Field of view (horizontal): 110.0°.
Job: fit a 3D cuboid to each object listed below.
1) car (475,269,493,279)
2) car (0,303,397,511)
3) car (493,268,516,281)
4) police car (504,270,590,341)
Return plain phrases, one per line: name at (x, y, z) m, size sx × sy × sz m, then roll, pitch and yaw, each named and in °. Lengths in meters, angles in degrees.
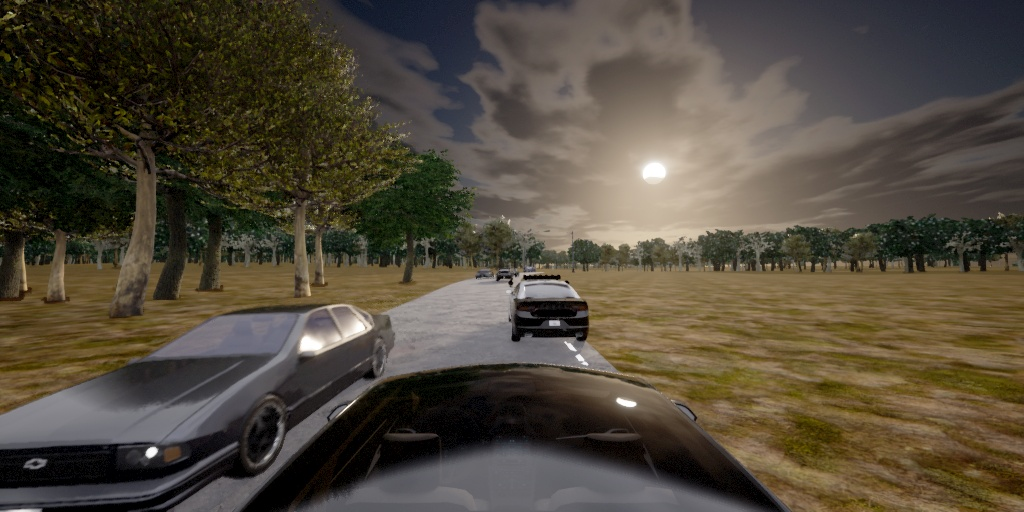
car at (-3.642, 2.377, 47.971) m, size 1.994 × 1.385 × 4.181 m, roll -1°, pitch -1°, yaw 5°
car at (-3.203, 1.395, 4.967) m, size 2.033 × 1.411 × 5.357 m, roll -2°, pitch -2°, yaw -1°
car at (-0.782, 2.143, 42.005) m, size 1.837 × 1.490 × 4.892 m, roll -1°, pitch -1°, yaw 2°
police car at (0.865, 1.369, 10.661) m, size 1.930 × 1.638 × 5.238 m, roll 0°, pitch -1°, yaw -2°
